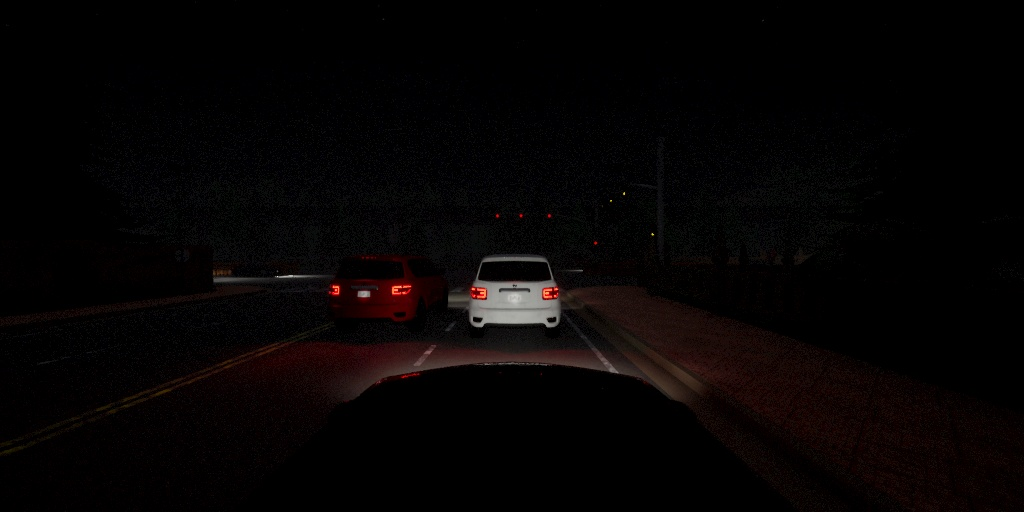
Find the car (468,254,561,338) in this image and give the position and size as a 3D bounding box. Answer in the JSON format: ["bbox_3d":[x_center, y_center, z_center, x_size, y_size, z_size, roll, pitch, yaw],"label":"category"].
[{"bbox_3d":[0.081,0.971,10.303,2.150,2.045,5.566,0,0,1],"label":"car"}]

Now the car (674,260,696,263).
[{"bbox_3d":[23.361,1.297,48.978,5.357,1.411,2.033,0,0,0],"label":"car"}]

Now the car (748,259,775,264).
[{"bbox_3d":[33.207,1.221,48.938,4.892,1.490,1.837,-1,0,0],"label":"car"}]

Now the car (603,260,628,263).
[{"bbox_3d":[13.593,1.255,49.039,4.892,1.490,1.837,0,0,0],"label":"car"}]

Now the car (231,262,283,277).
[{"bbox_3d":[-24.933,1.314,35.104,4.181,1.385,1.994,0,0,0],"label":"car"}]

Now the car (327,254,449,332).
[{"bbox_3d":[-3.419,0.971,10.985,2.150,2.045,5.566,0,0,0],"label":"car"}]
